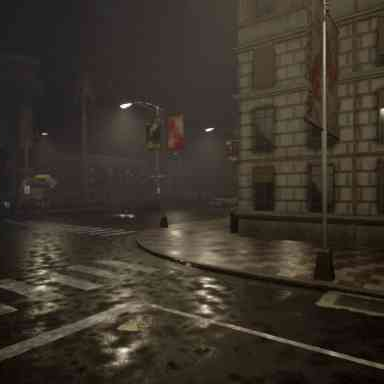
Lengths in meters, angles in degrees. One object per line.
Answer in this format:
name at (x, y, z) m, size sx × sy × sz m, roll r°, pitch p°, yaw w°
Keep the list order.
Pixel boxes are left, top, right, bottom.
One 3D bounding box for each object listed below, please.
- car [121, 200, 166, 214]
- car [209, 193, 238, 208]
car at (-5.063, 1.547, 35.667) m, size 2.033 × 1.411 × 5.357 m, roll 0°, pitch 0°, yaw 36°
car at (4.855, 1.218, 48.734) m, size 2.150 × 2.045 × 5.566 m, roll 0°, pitch 0°, yaw 41°
